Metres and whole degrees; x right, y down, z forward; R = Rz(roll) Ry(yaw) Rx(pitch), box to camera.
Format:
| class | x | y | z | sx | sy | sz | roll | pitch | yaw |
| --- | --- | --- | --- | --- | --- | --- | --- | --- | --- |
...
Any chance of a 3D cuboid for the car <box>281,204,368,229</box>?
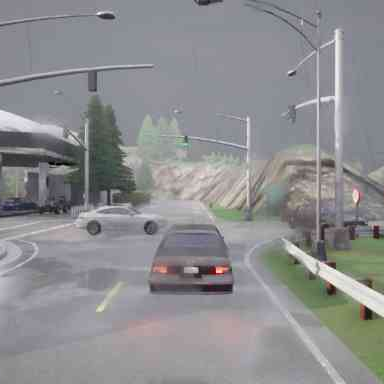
| class | x | y | z | sx | sy | sz | roll | pitch | yaw |
| --- | --- | --- | --- | --- | --- | --- | --- | --- | --- |
| car | 6.729 | 1.358 | 17.619 | 2.033 | 1.411 | 5.357 | 0 | 0 | -15 |

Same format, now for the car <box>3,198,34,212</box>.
| class | x | y | z | sx | sy | sz | roll | pitch | yaw |
| --- | --- | --- | --- | --- | --- | --- | --- | --- | --- |
| car | -20.302 | 1.480 | 39.482 | 2.242 | 1.667 | 4.611 | 0 | 0 | -1 |

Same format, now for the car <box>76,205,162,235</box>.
| class | x | y | z | sx | sy | sz | roll | pitch | yaw |
| --- | --- | --- | --- | --- | --- | --- | --- | --- | --- |
| car | -3.603 | 1.415 | 17.380 | 4.674 | 1.442 | 1.812 | 0 | 0 | -1 |

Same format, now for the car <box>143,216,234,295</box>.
| class | x | y | z | sx | sy | sz | roll | pitch | yaw |
| --- | --- | --- | --- | --- | --- | --- | --- | --- | --- |
| car | 0.035 | 1.547 | 8.895 | 2.033 | 1.411 | 5.357 | 0 | 0 | 1 |

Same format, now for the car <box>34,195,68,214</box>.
| class | x | y | z | sx | sy | sz | roll | pitch | yaw |
| --- | --- | --- | --- | --- | --- | --- | --- | --- | --- |
| car | -14.587 | 1.313 | 35.214 | 1.905 | 1.878 | 3.866 | 0 | 0 | -1 |
